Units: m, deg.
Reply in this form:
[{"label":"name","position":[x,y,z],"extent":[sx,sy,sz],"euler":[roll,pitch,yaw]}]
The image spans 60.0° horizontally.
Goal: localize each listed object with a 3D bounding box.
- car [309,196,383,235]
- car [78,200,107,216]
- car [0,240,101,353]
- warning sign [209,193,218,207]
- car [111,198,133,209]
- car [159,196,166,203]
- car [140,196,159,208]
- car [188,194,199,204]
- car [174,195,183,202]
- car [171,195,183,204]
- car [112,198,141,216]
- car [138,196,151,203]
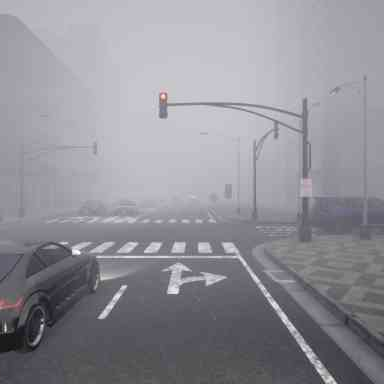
[{"label":"car","position":[9.228,1.229,17.941],"extent":[5.566,2.045,2.150],"euler":[0,0,0]},{"label":"car","position":[-9.762,1.520,32.979],"extent":[1.812,1.442,4.674],"euler":[0,0,-2]},{"label":"car","position":[-3.133,1.564,6.139],"extent":[1.994,1.385,4.181],"euler":[0,0,0]},{"label":"warning sign","position":[2.975,1.097,46.286],"extent":[1.300,1.860,1.060],"euler":[0,0,0]},{"label":"car","position":[-9.721,1.529,46.745],"extent":[2.033,1.411,5.357],"euler":[0,0,0]},{"label":"car","position":[-6.314,1.565,67.821],"extent":[2.033,1.411,5.357],"euler":[0,0,0]},{"label":"car","position":[-6.463,1.580,48.982],"extent":[1.895,1.301,4.718],"euler":[0,0,0]},{"label":"car","position":[0.274,1.566,63.578],"extent":[1.895,1.301,4.718],"euler":[0,0,0]},{"label":"car","position":[-3.042,1.457,74.192],"extent":[1.837,1.490,4.892],"euler":[0,0,0]},{"label":"car","position":[-2.972,1.442,64.138],"extent":[1.882,1.535,5.008],"euler":[0,0,0]},{"label":"car","position":[-6.509,1.594,33.172],"extent":[1.895,1.301,4.718],"euler":[0,0,-3]},{"label":"car","position":[-9.568,1.528,67.537],"extent":[1.994,1.385,4.181],"euler":[0,0,0]}]
